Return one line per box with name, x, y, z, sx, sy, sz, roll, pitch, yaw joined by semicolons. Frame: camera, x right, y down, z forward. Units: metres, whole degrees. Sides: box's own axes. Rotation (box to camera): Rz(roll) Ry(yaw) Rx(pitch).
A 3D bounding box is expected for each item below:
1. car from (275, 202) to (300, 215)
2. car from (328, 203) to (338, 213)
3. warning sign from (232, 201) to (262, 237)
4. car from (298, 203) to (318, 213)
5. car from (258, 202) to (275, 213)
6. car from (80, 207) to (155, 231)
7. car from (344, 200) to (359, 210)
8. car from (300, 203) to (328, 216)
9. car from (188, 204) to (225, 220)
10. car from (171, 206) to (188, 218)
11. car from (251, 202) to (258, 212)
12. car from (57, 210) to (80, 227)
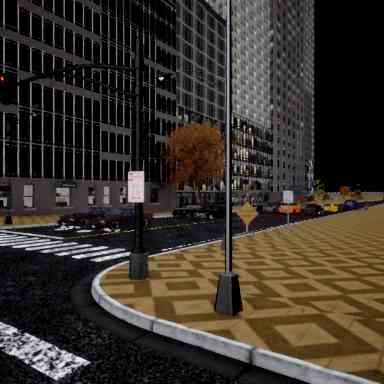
car;13.738;2.203;46.277;2.097;1.767;4.553;0;-1;33
car;21.875;2.510;52.986;1.882;1.535;5.008;0;-1;33
warning sign;3.095;1.454;18.576;1.300;1.860;1.060;1;1;33
car;19.143;2.576;54.746;2.033;1.411;5.357;0;-1;33
car;12.140;2.237;49.939;2.097;1.767;4.553;0;-1;33
car;-4.899;1.874;23.649;2.033;1.411;5.357;0;-1;33
car;31.476;2.536;65.773;2.150;2.045;5.566;0;-1;33
car;16.275;2.353;44.221;1.837;1.490;4.892;0;-1;33
car;1.960;2.058;34.280;1.837;1.490;4.892;0;-1;33
car;-0.262;2.167;36.832;1.895;1.301;4.718;0;-1;33
car;10.409;2.408;53.220;2.128;1.511;4.902;0;-1;33
car;-7.551;1.873;25.533;2.033;1.411;5.357;0;-1;33
